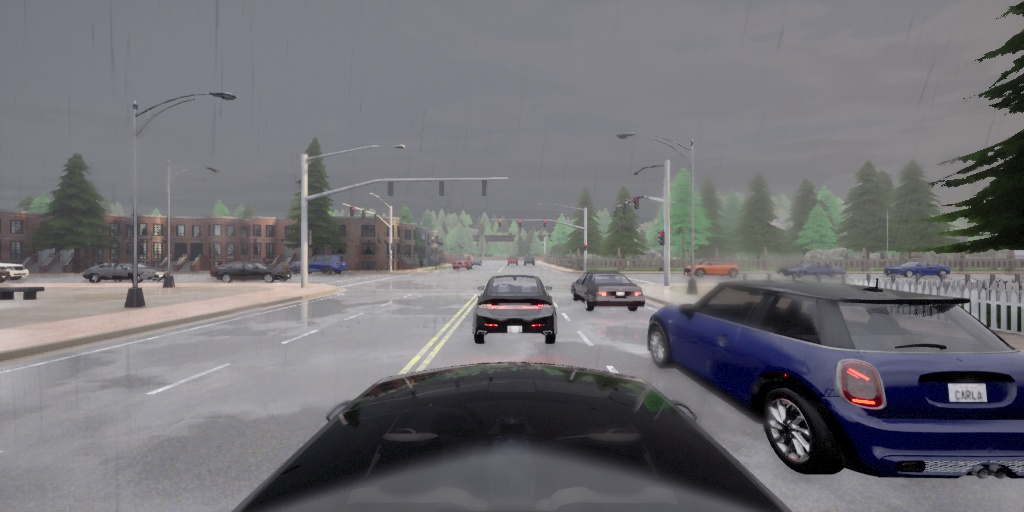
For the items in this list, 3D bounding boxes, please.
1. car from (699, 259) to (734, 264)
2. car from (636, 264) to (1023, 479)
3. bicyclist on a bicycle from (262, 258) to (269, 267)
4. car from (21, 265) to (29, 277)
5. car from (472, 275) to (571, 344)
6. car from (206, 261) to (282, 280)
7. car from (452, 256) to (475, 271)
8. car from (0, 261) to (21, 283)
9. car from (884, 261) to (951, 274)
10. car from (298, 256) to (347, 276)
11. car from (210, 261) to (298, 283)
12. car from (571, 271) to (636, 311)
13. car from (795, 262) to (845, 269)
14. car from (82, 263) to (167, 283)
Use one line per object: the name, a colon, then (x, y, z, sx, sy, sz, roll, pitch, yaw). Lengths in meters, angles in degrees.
car: (18.775, 1.102, 33.963, 4.553, 1.767, 2.097, 0, 0, 0)
car: (3.608, 1.102, 4.963, 2.097, 1.767, 4.553, 0, 0, 0)
bicyclist on a bicycle: (-28.735, 1.053, 41.685, 0.582, 1.620, 1.656, 0, 0, -1)
car: (-42.171, 0.971, 27.913, 5.566, 2.045, 2.150, 0, 0, -21)
car: (0.079, 1.242, 9.555, 2.128, 1.511, 4.902, 0, 0, 1)
car: (-22.811, 1.228, 30.669, 5.008, 1.535, 1.882, 0, 0, -1)
car: (-6.986, 0.971, 50.896, 2.150, 2.045, 5.566, 0, 0, 1)
car: (-39.168, 1.228, 25.243, 5.008, 1.535, 1.882, 0, 0, -18)
car: (38.177, 1.228, 33.894, 5.008, 1.535, 1.882, 0, 0, 0)
car: (-20.290, 0.971, 37.734, 5.566, 2.045, 2.150, 0, 0, 3)
car: (-19.502, 1.228, 27.231, 5.008, 1.535, 1.882, 0, 0, -1)
car: (3.610, 1.297, 14.380, 2.033, 1.411, 5.357, 0, 0, 1)
car: (28.300, 1.297, 33.929, 5.357, 1.411, 2.033, 0, 0, 1)
car: (-28.998, 1.242, 26.961, 4.902, 1.511, 2.128, 0, 0, -4)
